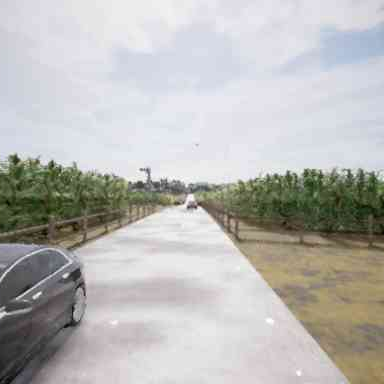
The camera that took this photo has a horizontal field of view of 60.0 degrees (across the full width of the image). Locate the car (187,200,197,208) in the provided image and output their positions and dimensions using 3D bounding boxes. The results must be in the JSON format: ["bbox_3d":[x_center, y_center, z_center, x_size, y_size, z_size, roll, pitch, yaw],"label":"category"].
[{"bbox_3d":[0.018,2.466,67.838,1.837,1.490,4.892,0,-1,0],"label":"car"}]

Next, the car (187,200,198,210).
[{"bbox_3d":[0.015,2.375,57.861,1.895,1.301,4.718,0,-1,0],"label":"car"}]

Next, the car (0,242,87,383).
[{"bbox_3d":[-2.836,1.528,4.283,1.837,1.490,4.892,0,0,0],"label":"car"}]
